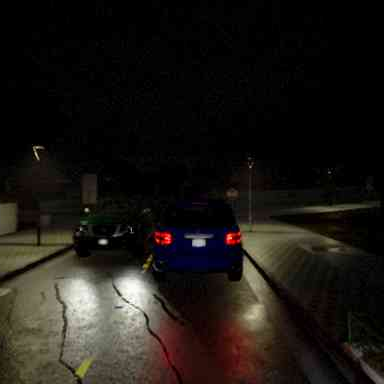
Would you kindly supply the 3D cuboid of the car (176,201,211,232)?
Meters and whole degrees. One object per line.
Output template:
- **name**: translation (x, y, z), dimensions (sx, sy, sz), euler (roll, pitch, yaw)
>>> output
- **car**: translation (0.105, 1.380, 20.375), dimensions (1.882, 1.535, 5.008), euler (0, 0, 0)

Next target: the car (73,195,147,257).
- **car**: translation (-2.746, 1.158, 13.027), dimensions (2.150, 2.045, 5.566), euler (0, 0, 0)

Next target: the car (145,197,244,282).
- **car**: translation (0.110, 1.173, 9.805), dimensions (2.150, 2.045, 5.566), euler (0, 0, -1)
